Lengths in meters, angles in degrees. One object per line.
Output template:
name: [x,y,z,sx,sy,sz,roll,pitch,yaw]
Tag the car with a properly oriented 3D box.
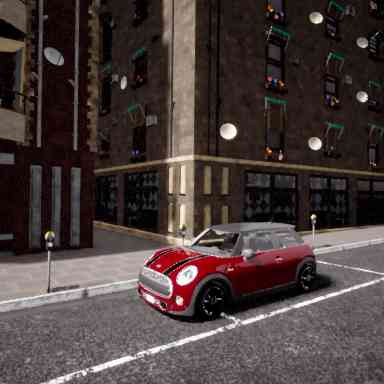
car: [0.854,1.442,7.300,4.097,1.590,1.967,0,1,-35]
